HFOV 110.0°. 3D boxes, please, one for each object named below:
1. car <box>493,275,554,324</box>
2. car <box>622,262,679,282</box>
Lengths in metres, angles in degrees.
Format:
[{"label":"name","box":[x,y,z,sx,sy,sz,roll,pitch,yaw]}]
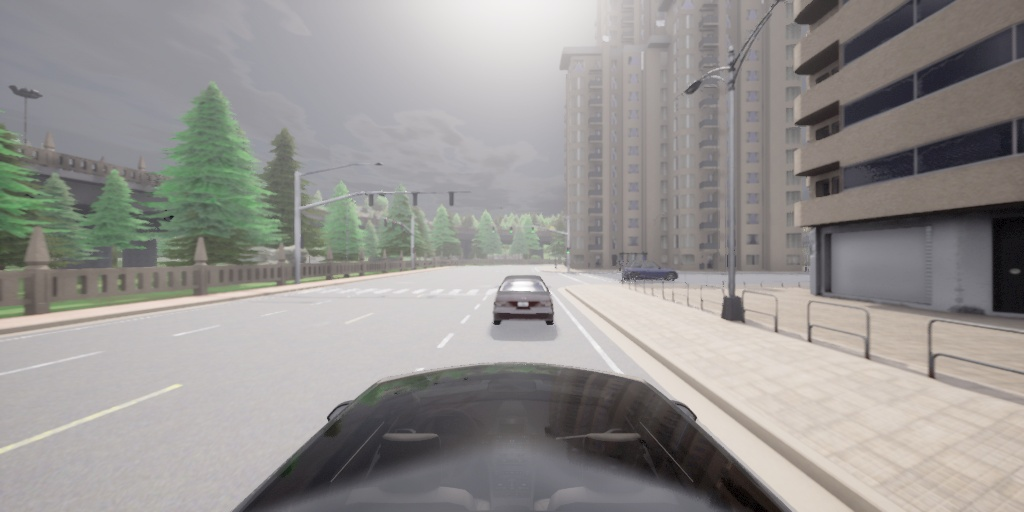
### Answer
[{"label":"car","box":[0.375,1.350,12.143,2.033,1.411,5.357,0,0,2]},{"label":"car","box":[12.083,1.323,31.370,4.553,1.767,2.097,0,0,-1]}]
